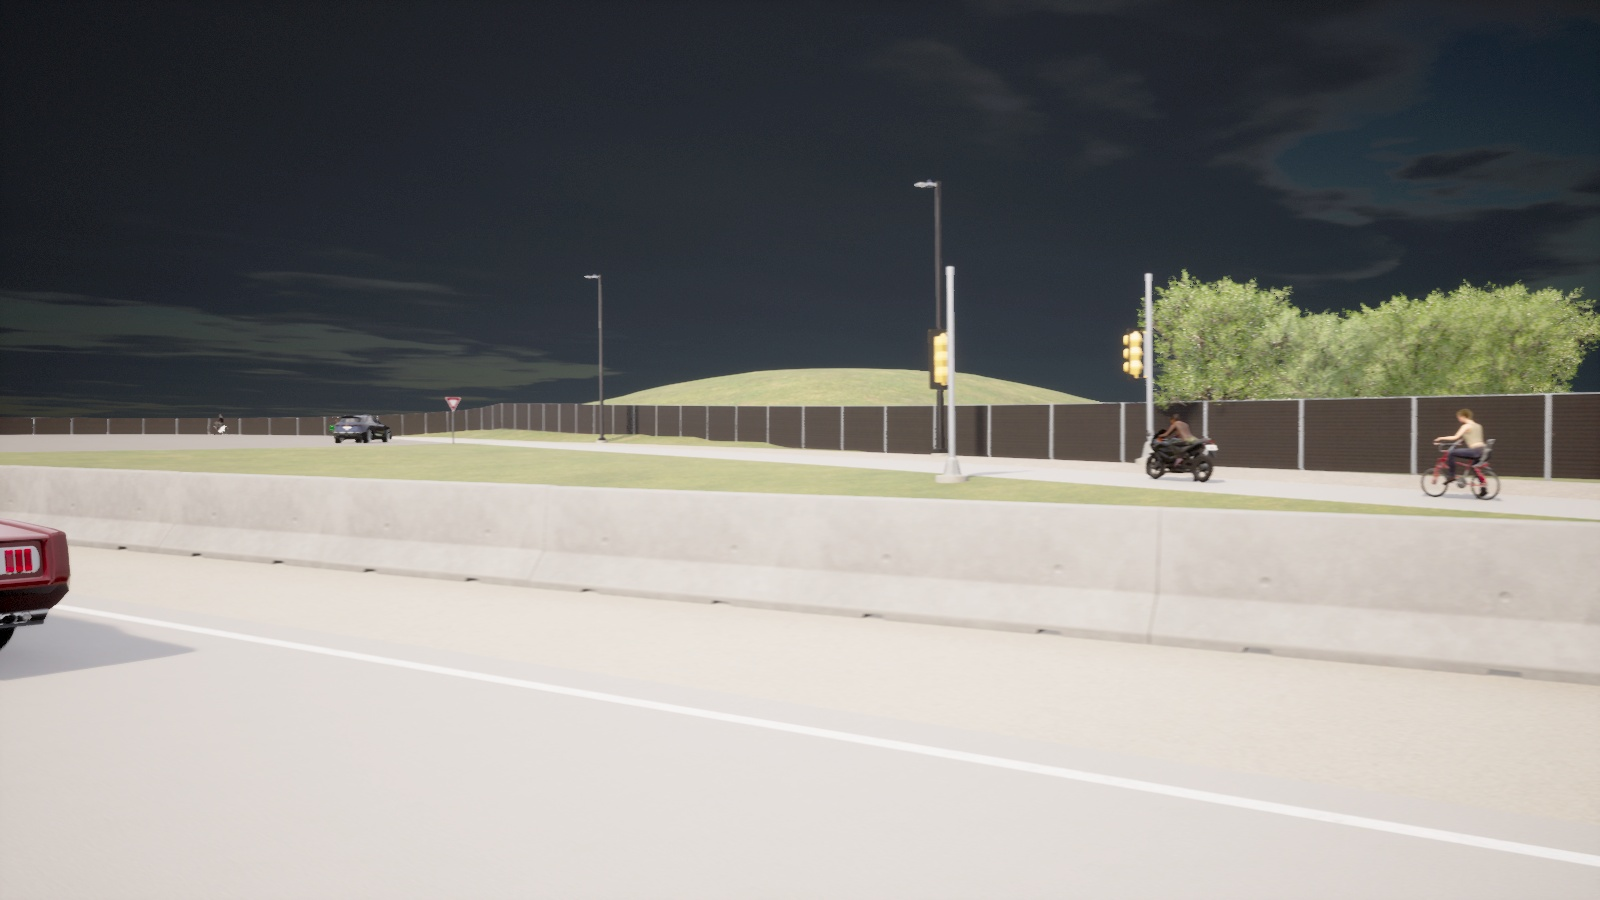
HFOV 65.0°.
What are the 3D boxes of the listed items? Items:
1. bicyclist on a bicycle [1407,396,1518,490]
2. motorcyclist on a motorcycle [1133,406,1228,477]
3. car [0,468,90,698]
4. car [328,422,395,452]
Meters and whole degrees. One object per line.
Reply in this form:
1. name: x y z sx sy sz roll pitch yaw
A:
1. bicyclist on a bicycle: 11.776 -0.141 22.364 0.866 1.612 1.509 -2 2 -29
2. motorcyclist on a motorcycle: 8.505 -0.210 28.152 0.797 1.523 2.044 -2 2 -29
3. car: -6.825 0.783 8.161 4.718 1.301 1.895 0 1 34
4. car: -25.203 -0.771 72.388 2.033 1.649 4.856 -1 1 2
